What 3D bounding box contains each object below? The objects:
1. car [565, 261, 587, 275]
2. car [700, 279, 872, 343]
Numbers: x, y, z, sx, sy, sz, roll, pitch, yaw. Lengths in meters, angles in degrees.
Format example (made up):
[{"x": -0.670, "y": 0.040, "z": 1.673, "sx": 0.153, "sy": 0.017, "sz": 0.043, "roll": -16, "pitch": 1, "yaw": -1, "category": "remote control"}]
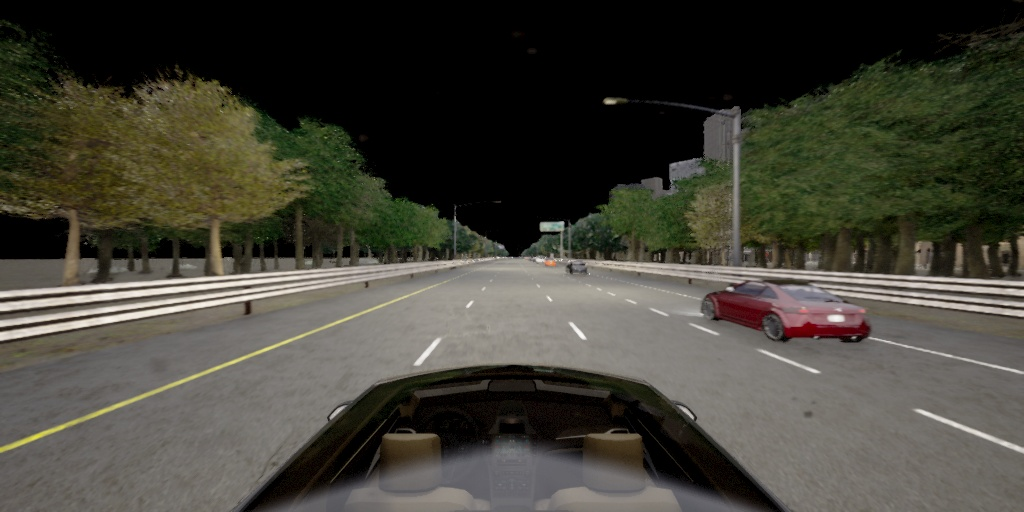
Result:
[{"x": 7.069, "y": 1.277, "z": 39.736, "sx": 2.128, "sy": 1.511, "sz": 4.902, "roll": 0, "pitch": 0, "yaw": 0, "category": "car"}, {"x": 7.002, "y": 1.320, "z": 9.748, "sx": 1.994, "sy": 1.385, "sz": 4.181, "roll": 0, "pitch": 0, "yaw": 0, "category": "car"}]
